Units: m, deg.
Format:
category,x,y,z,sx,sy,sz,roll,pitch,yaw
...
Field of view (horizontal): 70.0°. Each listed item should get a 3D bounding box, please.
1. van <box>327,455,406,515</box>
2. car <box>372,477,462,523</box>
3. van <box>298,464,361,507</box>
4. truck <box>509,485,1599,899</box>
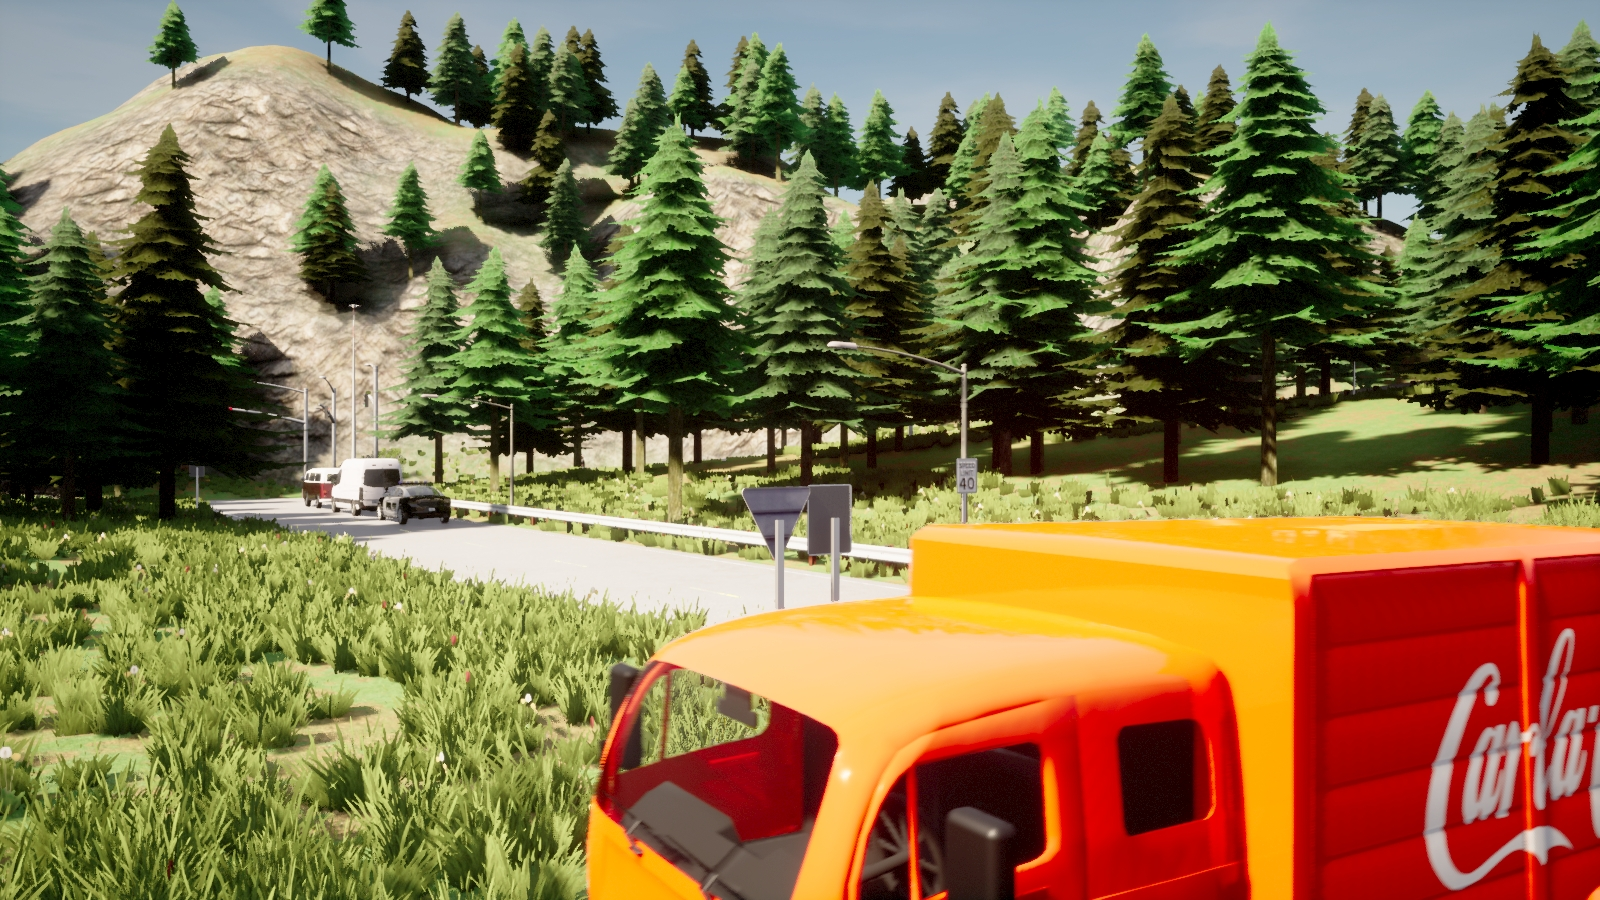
category,x,y,z,sx,sy,sz,roll,pitch,yaw
van,-20.079,1.534,52.765,1.988,2.561,5.915,0,0,-35
car,-15.723,1.982,46.760,2.097,1.638,5.238,0,0,-35
van,-24.143,1.782,58.581,2.069,2.038,4.480,0,0,-35
truck,1.709,1.434,4.935,5.204,2.467,2.627,1,0,-31
